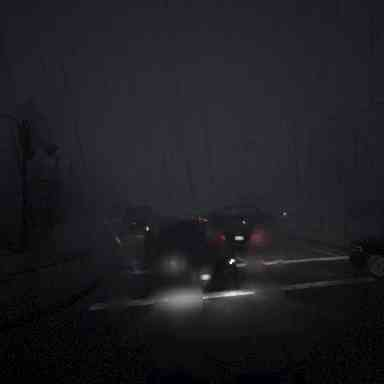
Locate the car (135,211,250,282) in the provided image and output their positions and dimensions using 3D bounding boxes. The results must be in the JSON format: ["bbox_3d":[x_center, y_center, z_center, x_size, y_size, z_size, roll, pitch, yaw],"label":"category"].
[{"bbox_3d":[-0.369,1.543,10.134,2.033,1.411,5.357,0,0,-15],"label":"car"}]

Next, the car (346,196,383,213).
[{"bbox_3d":[15.557,1.356,29.256,1.970,1.475,3.806,0,0,-17],"label":"car"}]

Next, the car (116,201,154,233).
[{"bbox_3d":[-3.121,1.529,19.963,2.033,1.411,5.357,0,0,-17],"label":"car"}]

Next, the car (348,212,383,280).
[{"bbox_3d":[6.608,1.475,8.192,5.008,1.535,1.882,0,0,38],"label":"car"}]

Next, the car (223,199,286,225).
[{"bbox_3d":[2.852,1.466,19.846,5.357,1.411,2.033,-3,1,-17],"label":"car"}]

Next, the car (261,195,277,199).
[{"bbox_3d":[10.273,1.277,47.159,2.152,1.636,5.027,0,0,-17],"label":"car"}]

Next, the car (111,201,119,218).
[{"bbox_3d":[-6.301,1.516,30.108,2.033,1.411,5.357,0,0,-17],"label":"car"}]

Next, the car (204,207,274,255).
[{"bbox_3d":[1.357,1.539,13.248,2.033,1.411,5.357,0,0,-4],"label":"car"}]

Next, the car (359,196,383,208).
[{"bbox_3d":[23.838,1.273,43.259,1.845,1.501,3.633,0,0,-17],"label":"car"}]

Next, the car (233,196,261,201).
[{"bbox_3d":[7.287,1.287,46.197,2.007,1.523,4.514,0,0,-17],"label":"car"}]
